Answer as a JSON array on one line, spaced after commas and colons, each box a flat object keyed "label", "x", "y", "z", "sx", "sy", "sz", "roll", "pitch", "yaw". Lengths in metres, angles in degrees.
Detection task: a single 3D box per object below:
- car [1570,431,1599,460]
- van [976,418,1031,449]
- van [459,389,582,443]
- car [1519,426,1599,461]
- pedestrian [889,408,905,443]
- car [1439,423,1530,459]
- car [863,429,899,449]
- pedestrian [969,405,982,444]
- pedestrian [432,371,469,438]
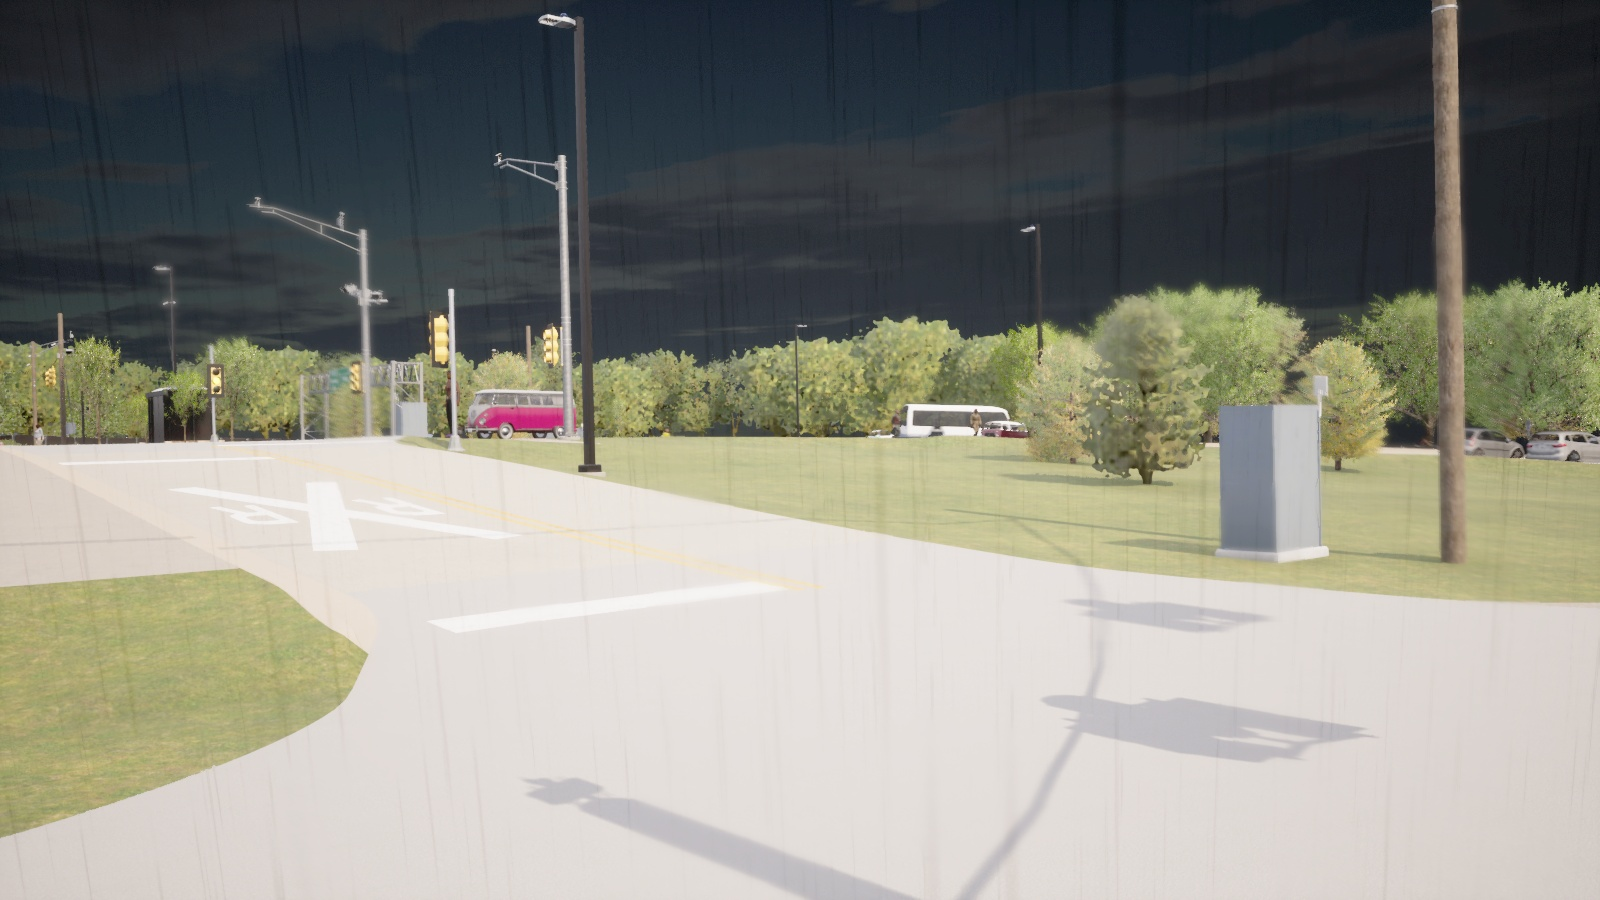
[{"label": "car", "x": 45.734, "y": -0.213, "z": 70.867, "sx": 5.008, "sy": 1.535, "sz": 1.882, "roll": 1, "pitch": 1, "yaw": -33}, {"label": "van", "x": 15.044, "y": -1.171, "z": 92.718, "sx": 2.069, "sy": 2.038, "sz": 4.480, "roll": -1, "pitch": -3, "yaw": 39}, {"label": "van", "x": -10.937, "y": -1.312, "z": 49.343, "sx": 1.775, "sy": 1.987, "sz": 4.442, "roll": -1, "pitch": 0, "yaw": 44}, {"label": "car", "x": 37.532, "y": -0.288, "z": 60.853, "sx": 4.611, "sy": 1.667, "sz": 2.242, "roll": 0, "pitch": 0, "yaw": -22}, {"label": "pedestrian", "x": 5.245, "y": -1.326, "z": 68.114, "sx": 0.720, "sy": 1.854, "sz": 0.376, "roll": -1, "pitch": 1, "yaw": 33}, {"label": "car", "x": 35.364, "y": -0.462, "z": 64.874, "sx": 3.988, "sy": 1.617, "sz": 1.851, "roll": 1, "pitch": 7, "yaw": -21}, {"label": "car", "x": 5.783, "y": -0.780, "z": 89.638, "sx": 1.481, "sy": 1.376, "sz": 2.207, "roll": -2, "pitch": 0, "yaw": -35}, {"label": "pedestrian", "x": 8.938, "y": -1.291, "z": 63.970, "sx": 0.396, "sy": 1.930, "sz": 0.692, "roll": -2, "pitch": 1, "yaw": -16}, {"label": "pedestrian", "x": -9.491, "y": -1.232, "z": 34.094, "sx": 0.869, "sy": 1.805, "sz": 0.328, "roll": -2, "pitch": 1, "yaw": -39}]
